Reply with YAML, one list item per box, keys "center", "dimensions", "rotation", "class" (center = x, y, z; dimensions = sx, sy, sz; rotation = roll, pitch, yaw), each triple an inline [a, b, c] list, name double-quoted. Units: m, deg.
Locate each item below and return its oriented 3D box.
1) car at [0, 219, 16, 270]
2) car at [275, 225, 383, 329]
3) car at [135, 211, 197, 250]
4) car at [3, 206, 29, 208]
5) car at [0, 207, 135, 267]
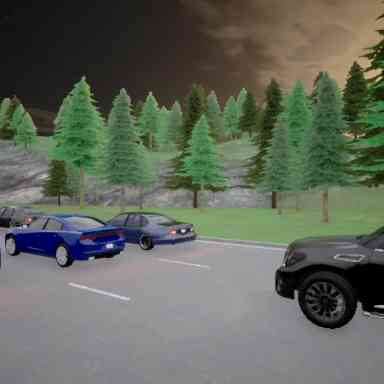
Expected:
- center: [-6.951, 1.505, 8.925]
  dimensions: [4.892, 1.490, 1.837]
  rotation: [0, 0, 36]
  class: "car"
- center: [4.209, 1.220, 5.293]
  dimensions: [5.566, 2.045, 2.150]
  rotation: [0, 0, 35]
  class: "car"
- center: [-2.377, 1.547, 14.261]
  dimensions: [5.357, 1.411, 2.033]
  rotation: [0, 0, 35]
  class: "car"
- center: [-10.605, 1.547, 20.066]
  dimensions: [5.357, 1.411, 2.033]
  rotation: [0, 0, 35]
  class: "car"
- center: [-4.499, 1.478, 11.474]
  dimensions: [5.008, 1.535, 1.882]
  rotation: [0, 0, 36]
  class: "car"
